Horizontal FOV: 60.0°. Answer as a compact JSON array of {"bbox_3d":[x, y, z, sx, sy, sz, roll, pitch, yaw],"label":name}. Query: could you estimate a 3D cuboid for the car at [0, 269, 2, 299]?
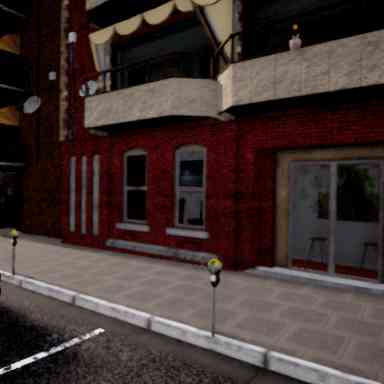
[{"bbox_3d":[-5.390,1.496,6.516,4.403,1.369,2.008,0,1,36],"label":"car"}]
